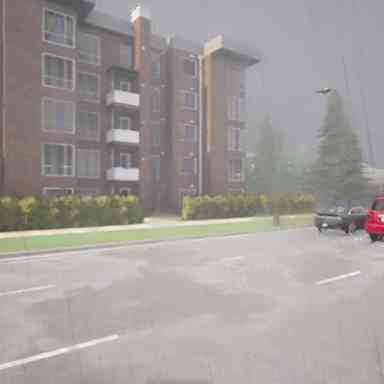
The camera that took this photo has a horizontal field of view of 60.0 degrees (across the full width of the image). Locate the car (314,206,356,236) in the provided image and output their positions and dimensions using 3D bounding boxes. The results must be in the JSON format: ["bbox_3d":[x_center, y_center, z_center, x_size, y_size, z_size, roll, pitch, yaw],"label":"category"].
[{"bbox_3d":[8.866,1.528,18.676,4.902,1.511,2.128,0,0,-35],"label":"car"}]

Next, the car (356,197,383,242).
[{"bbox_3d":[10.200,1.256,15.327,5.566,2.045,2.150,0,0,-36],"label":"car"}]
